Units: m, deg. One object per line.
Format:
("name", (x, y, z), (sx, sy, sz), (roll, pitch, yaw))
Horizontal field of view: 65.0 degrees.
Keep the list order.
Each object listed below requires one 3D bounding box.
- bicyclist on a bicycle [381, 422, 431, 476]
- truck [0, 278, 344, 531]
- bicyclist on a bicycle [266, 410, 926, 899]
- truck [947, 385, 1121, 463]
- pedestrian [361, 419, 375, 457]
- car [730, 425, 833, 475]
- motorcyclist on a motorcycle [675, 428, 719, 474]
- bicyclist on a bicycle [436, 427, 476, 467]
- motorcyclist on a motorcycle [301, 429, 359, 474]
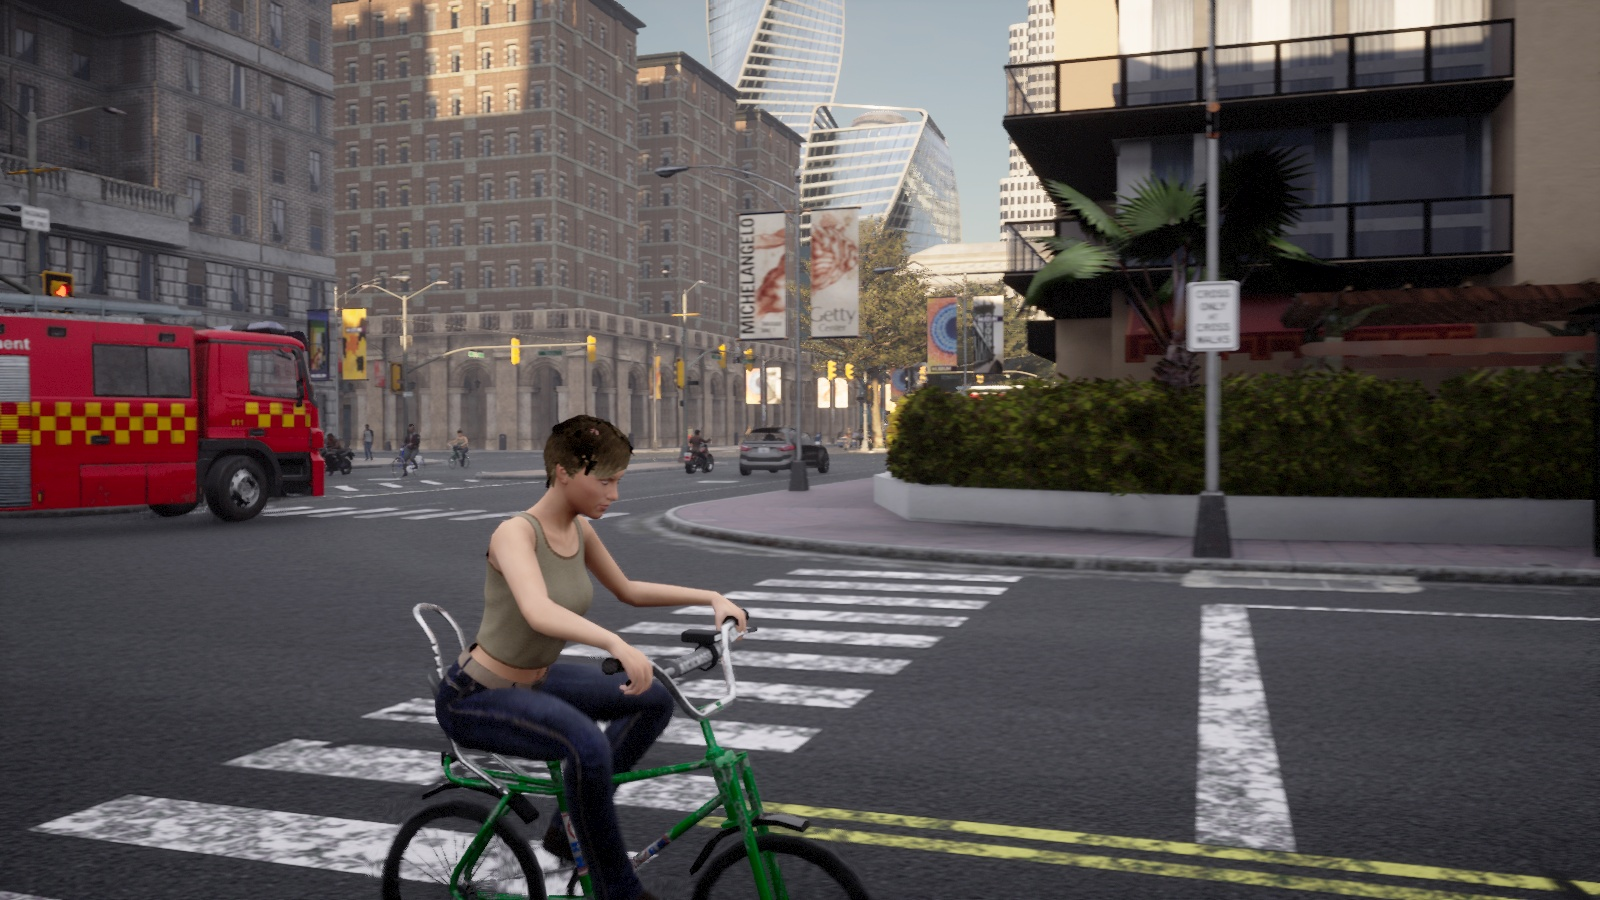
("bicyclist on a bicycle", (-13.324, -0.034, 42.504), (0.659, 1.776, 1.843), (1, 1, 18))
("truck", (-12.276, -0.721, 21.005), (2.891, 3.827, 8.468), (1, 1, 38))
("bicyclist on a bicycle", (-0.505, 0.707, 3.367), (1.509, 1.612, 0.866), (1, 1, 19))
("truck", (12.006, -1.325, 64.445), (8.468, 3.827, 2.891), (1, 1, 18))
("pedestrian", (-20.938, -0.570, 60.834), (0.354, 1.836, 0.706), (0, 1, 9))
("car", (-0.594, -0.043, 44.437), (2.242, 1.667, 4.611), (1, 1, 18))
("motorcyclist on a motorcycle", (-3.753, 0.026, 46.034), (0.766, 1.649, 2.350), (1, 1, 18))
("bicyclist on a bicycle", (-14.095, -0.118, 51.533), (0.866, 1.612, 1.509), (0, -2, 17))
("motorcyclist on a motorcycle", (-16.479, 0.040, 44.119), (0.797, 1.523, 2.044), (1, 1, 18))
